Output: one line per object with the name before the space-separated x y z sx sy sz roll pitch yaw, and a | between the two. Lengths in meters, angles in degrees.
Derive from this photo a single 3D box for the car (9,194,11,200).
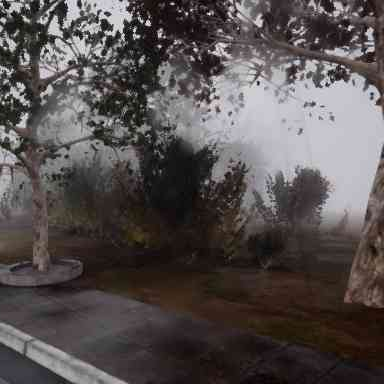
car | -30.335 0.862 58.407 1.882 1.535 5.008 2 -1 -1
